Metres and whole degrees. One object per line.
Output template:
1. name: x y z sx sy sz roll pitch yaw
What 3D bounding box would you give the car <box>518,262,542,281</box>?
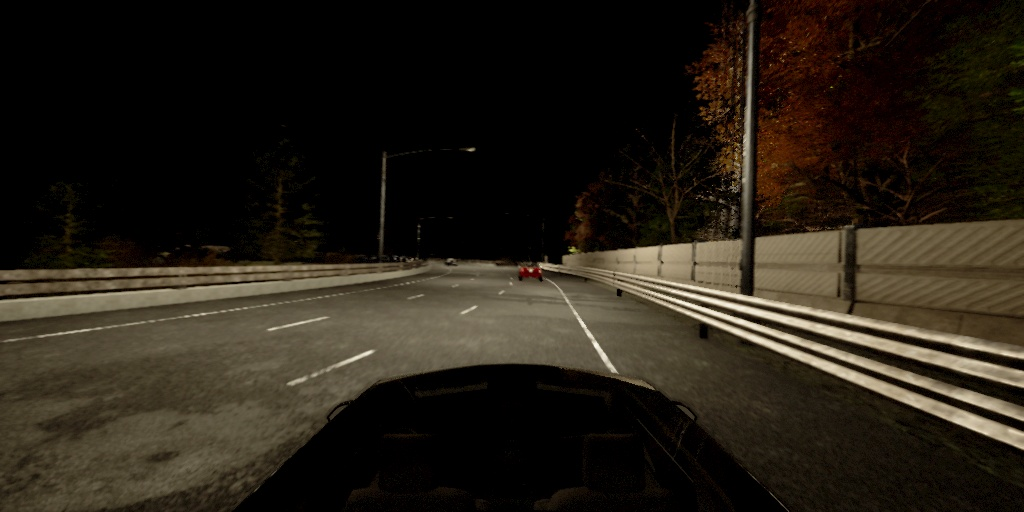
1. car: 1.638 1.358 33.971 2.097 1.767 4.553 2 0 -1
